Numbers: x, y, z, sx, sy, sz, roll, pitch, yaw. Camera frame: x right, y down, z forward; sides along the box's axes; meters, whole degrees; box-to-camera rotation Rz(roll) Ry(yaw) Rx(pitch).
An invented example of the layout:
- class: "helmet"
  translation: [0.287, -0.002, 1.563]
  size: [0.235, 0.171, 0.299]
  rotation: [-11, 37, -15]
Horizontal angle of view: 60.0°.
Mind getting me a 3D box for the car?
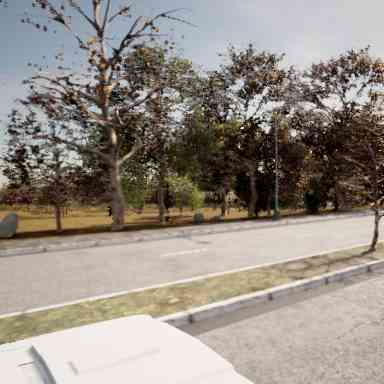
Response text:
- class: "car"
  translation: [-1.769, 1.604, 1.870]
  size: [4.718, 1.301, 1.895]
  rotation: [-1, 0, -36]
